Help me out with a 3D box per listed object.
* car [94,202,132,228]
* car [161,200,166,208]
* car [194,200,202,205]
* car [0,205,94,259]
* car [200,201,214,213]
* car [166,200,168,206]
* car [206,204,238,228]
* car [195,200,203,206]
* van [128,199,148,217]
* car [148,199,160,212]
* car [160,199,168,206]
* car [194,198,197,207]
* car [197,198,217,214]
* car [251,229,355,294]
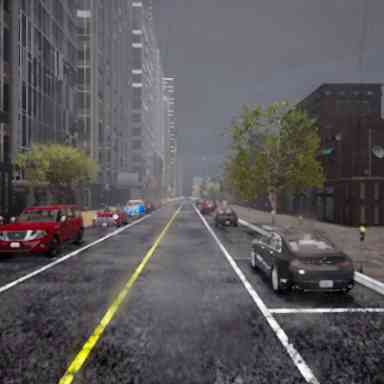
[{"bbox_3d":[-6.022,1.754,24.742,1.967,1.590,4.097,-1,-1,-1],"label":"car"},{"bbox_3d":[-6.524,2.350,64.206,1.887,1.381,4.507,-1,-1,-1],"label":"car"},{"bbox_3d":[1.568,2.659,86.438,1.802,1.307,4.206,-1,-1,-1],"label":"car"},{"bbox_3d":[-5.970,1.491,13.675,2.192,1.841,5.009,-1,-1,-1],"label":"car"},{"bbox_3d":[2.070,2.123,47.874,1.752,1.417,4.829,-1,-1,-1],"label":"car"},{"bbox_3d":[-6.667,2.466,75.104,1.752,1.417,4.829,-1,-1,-1],"label":"car"},{"bbox_3d":[2.382,1.862,24.834,2.008,1.369,4.403,-1,-1,-1],"label":"car"},{"bbox_3d":[1.639,2.574,80.905,1.947,1.339,4.313,-1,-1,-1],"label":"car"},{"bbox_3d":[-6.166,1.802,36.539,1.690,1.788,3.998,-1,-1,-1],"label":"van"},{"bbox_3d":[-6.311,1.914,47.607,2.192,1.841,5.009,-1,-1,-1],"label":"car"},{"bbox_3d":[-6.739,2.535,80.638,1.752,1.417,4.829,-1,-1,-1],"label":"car"},{"bbox_3d":[1.780,2.186,69.841,2.192,1.841,5.009,-1,-1,-1],"label":"car"},{"bbox_3d":[2.141,1.842,42.173,2.192,1.841,5.009,-1,-1,-1],"label":"car"},{"bbox_3d":[2.707,1.663,8.970,2.008,1.369,4.403,-1,-1,-1],"label":"car"}]
